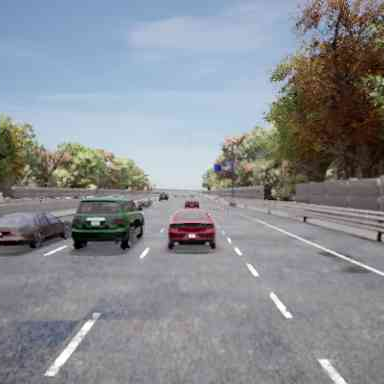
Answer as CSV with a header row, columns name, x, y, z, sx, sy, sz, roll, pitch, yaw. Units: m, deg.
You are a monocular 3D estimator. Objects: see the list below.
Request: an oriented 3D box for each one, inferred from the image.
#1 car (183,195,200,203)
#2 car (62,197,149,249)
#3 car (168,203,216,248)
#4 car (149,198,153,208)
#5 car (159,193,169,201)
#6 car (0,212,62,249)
name,x,y,z,sx,sy,sz,roll,pitch,yaw
car,0.004,1.520,44.369,1.882,1.535,5.008,0,0,0
car,-3.498,1.236,14.742,2.150,2.045,5.566,0,0,0
car,-0.001,1.492,14.878,1.882,1.535,5.008,0,0,0
car,-6.996,1.595,49.763,2.033,1.411,5.357,0,0,0
car,-6.992,1.307,83.871,2.150,2.045,5.566,0,0,0
car,-7.001,1.562,14.557,2.033,1.411,5.357,0,0,0
